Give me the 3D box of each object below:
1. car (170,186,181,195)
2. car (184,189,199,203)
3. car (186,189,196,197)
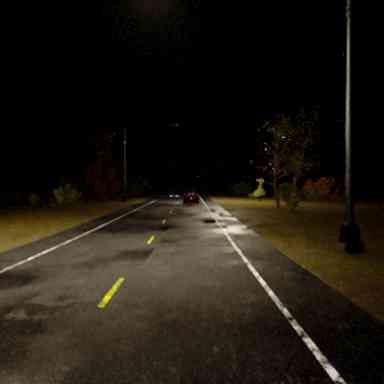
[{"bbox_3d":[-3.882,-0.039,72.929,2.033,1.411,5.357,0,1,-1],"label":"car"},{"bbox_3d":[-0.103,0.715,43.702,1.994,1.385,4.181,0,2,0],"label":"car"},{"bbox_3d":[-0.200,0.169,63.044,1.837,1.490,4.892,0,2,0],"label":"car"}]
